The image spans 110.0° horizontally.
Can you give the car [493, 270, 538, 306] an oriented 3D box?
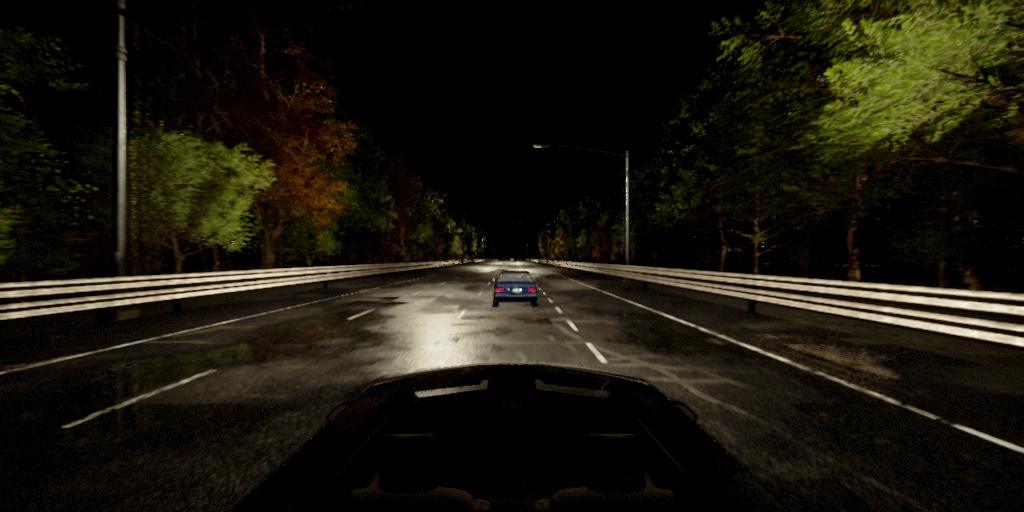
[{"bbox_3d":[0.121,1.343,15.821,2.033,1.411,5.357,0,0,-1],"label":"car"}]
